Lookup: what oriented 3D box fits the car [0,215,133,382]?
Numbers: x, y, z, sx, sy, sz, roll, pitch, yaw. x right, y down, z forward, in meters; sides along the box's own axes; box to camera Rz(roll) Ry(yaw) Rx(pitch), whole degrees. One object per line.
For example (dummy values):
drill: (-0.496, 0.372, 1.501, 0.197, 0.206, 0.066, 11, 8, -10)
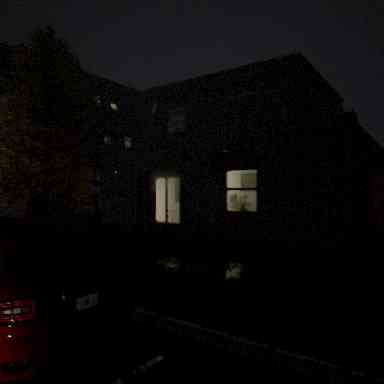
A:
car: (-3.106, 1.287, 5.093, 5.009, 1.841, 2.192, 0, 0, 35)
